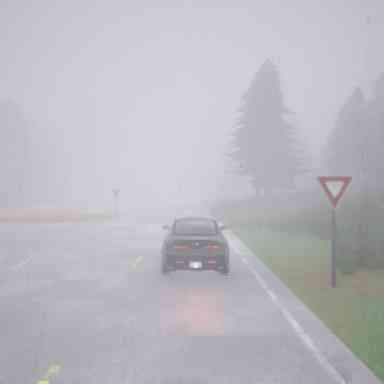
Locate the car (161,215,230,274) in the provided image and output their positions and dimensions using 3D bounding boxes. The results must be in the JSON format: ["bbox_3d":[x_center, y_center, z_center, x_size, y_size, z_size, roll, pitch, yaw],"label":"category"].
[{"bbox_3d":[0.094,1.504,10.554,1.837,1.490,4.892,0,1,0],"label":"car"}]

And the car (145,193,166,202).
[{"bbox_3d":[-9.071,1.599,79.576,4.181,1.381,1.994,0,0,-1],"label":"car"}]
